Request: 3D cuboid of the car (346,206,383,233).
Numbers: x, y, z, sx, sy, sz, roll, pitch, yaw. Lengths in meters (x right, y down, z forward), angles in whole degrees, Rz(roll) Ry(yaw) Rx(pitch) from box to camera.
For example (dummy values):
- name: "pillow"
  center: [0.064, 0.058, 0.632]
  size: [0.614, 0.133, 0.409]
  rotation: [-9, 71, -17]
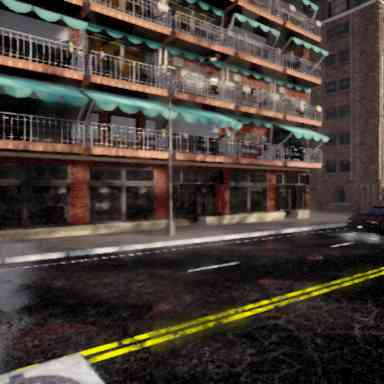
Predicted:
- name: "car"
  center: [11.601, 1.598, 20.400]
  size: [5.357, 1.411, 2.033]
  rotation: [0, 0, -37]
